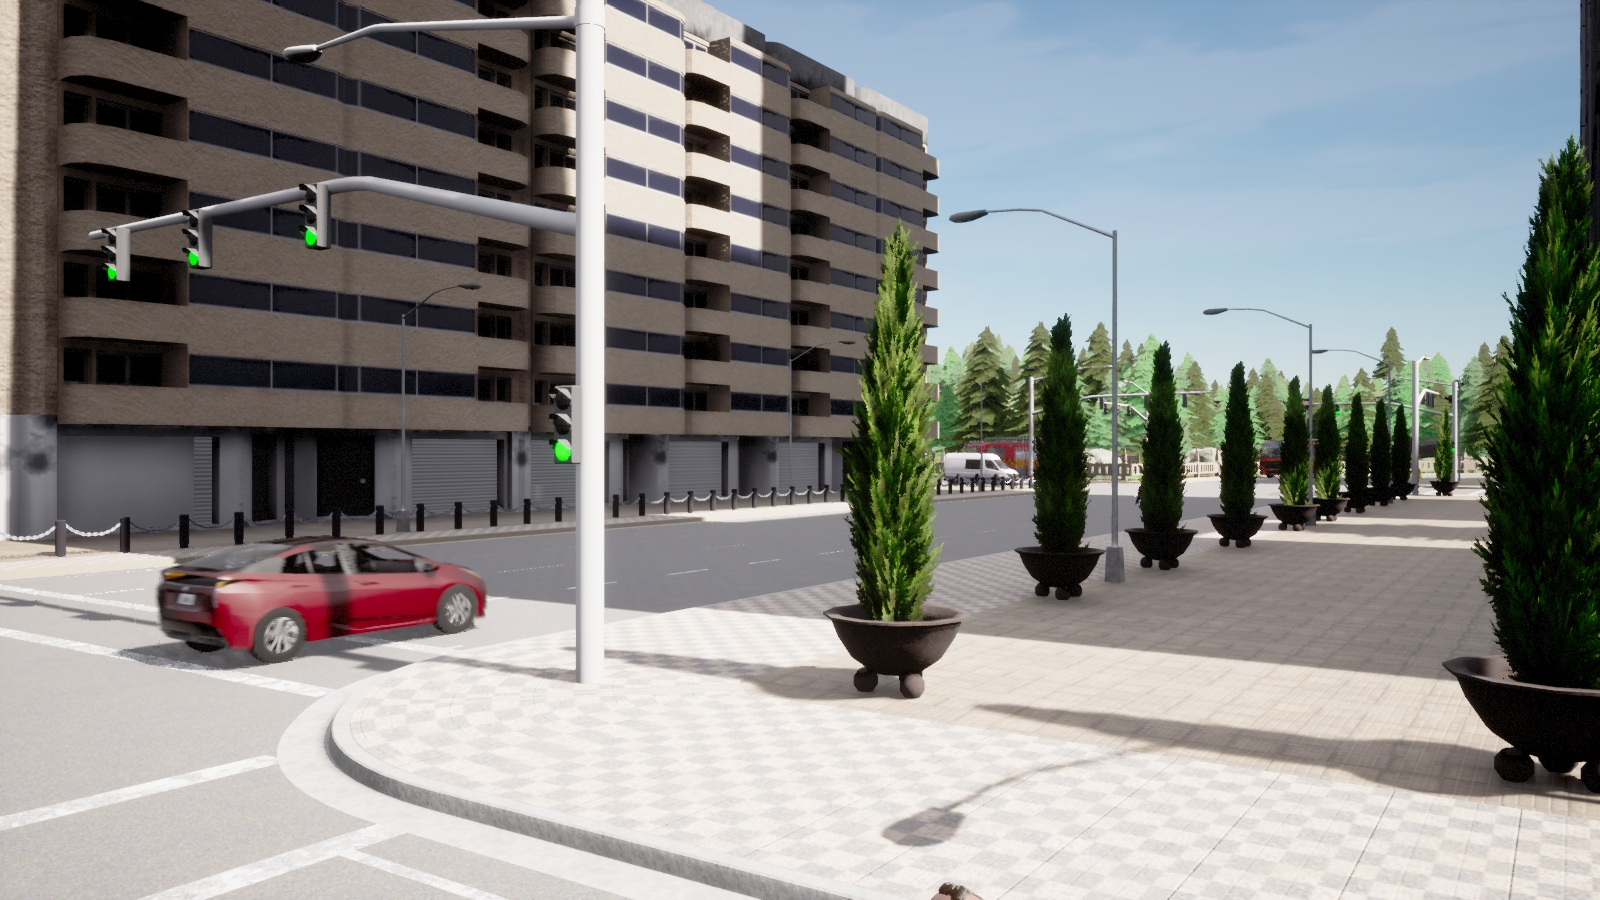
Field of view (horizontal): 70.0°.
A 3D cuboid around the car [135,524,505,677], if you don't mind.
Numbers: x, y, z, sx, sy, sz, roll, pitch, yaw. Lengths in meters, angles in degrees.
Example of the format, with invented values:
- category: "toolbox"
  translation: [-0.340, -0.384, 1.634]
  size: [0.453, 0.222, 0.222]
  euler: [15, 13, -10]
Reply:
- category: "car"
  translation: [-6.640, 1.987, 16.319]
  size: [2.007, 1.525, 4.514]
  euler: [0, 0, 33]

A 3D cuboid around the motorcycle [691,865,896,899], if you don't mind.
- category: "motorcycle"
  translation: [0.516, 2.205, 3.364]
  size: [2.209, 1.251, 0.867]
  euler: [0, 0, 34]

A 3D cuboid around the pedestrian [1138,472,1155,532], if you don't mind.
- category: "pedestrian"
  translation: [10.877, 1.639, 35.871]
  size: [0.375, 1.860, 0.375]
  euler: [0, 0, 39]

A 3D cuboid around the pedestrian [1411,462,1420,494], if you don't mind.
- category: "pedestrian"
  translation: [36.661, 1.658, 68.052]
  size: [0.375, 1.860, 0.375]
  euler: [0, 0, 44]
